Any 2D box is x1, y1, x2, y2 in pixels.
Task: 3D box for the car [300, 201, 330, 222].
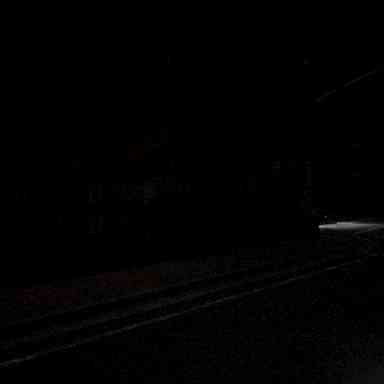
[{"bbox_3d":[6.463,1.211,21.420,1.812,1.442,4.674,-2,1,-37],"label":"car"}]
